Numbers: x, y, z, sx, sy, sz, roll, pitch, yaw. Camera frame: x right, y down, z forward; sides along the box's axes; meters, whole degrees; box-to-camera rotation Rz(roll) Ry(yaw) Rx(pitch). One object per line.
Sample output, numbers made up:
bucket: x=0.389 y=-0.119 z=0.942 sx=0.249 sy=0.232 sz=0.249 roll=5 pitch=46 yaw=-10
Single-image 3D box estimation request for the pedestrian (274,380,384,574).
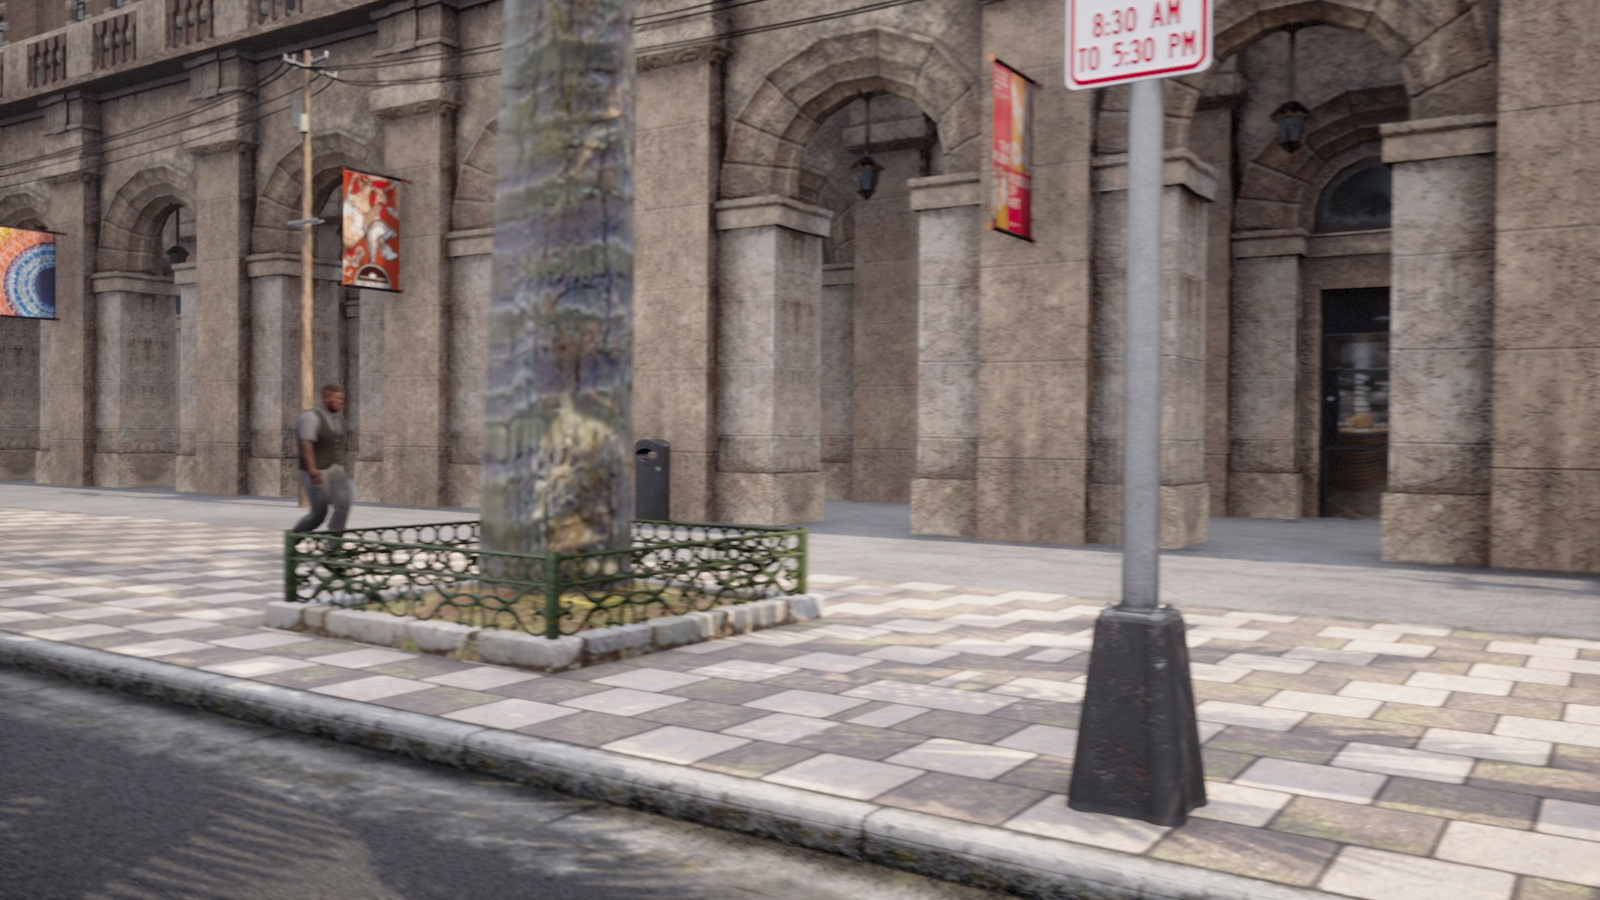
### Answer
pedestrian: x=-4.713 y=0.259 z=12.577 sx=0.849 sy=1.883 sz=0.563 roll=0 pitch=1 yaw=22
